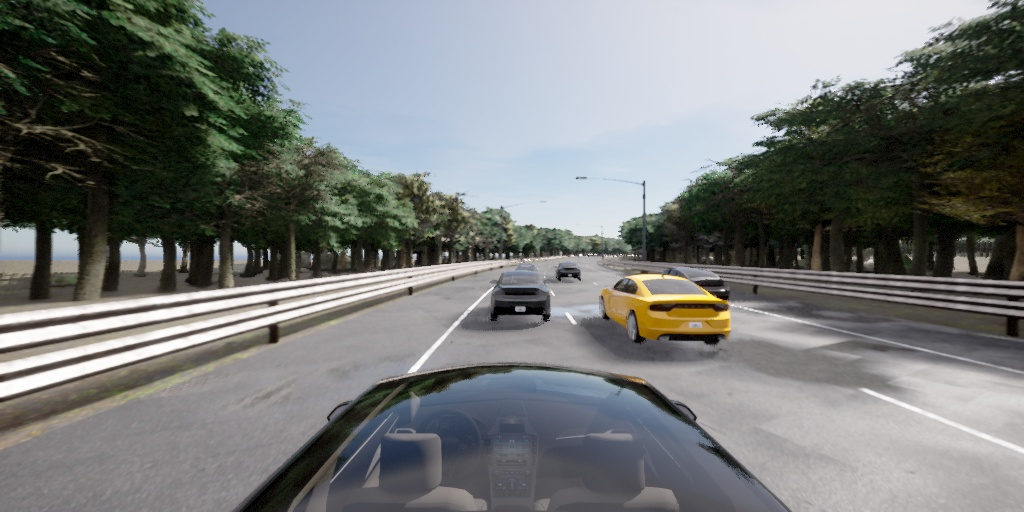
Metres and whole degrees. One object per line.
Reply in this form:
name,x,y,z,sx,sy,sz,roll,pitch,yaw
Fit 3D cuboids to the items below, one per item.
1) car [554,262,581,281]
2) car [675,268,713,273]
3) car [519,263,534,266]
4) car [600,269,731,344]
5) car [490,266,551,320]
car,4.714,1.258,30.441,1.837,1.490,4.892,0,0,4
car,7.401,1.261,15.541,1.837,1.490,4.892,0,0,2
car,1.238,1.314,30.833,1.994,1.385,4.181,0,0,4
car,3.727,1.231,9.660,1.882,1.535,5.008,0,0,1
car,0.300,1.254,12.553,1.837,1.490,4.892,0,0,1
